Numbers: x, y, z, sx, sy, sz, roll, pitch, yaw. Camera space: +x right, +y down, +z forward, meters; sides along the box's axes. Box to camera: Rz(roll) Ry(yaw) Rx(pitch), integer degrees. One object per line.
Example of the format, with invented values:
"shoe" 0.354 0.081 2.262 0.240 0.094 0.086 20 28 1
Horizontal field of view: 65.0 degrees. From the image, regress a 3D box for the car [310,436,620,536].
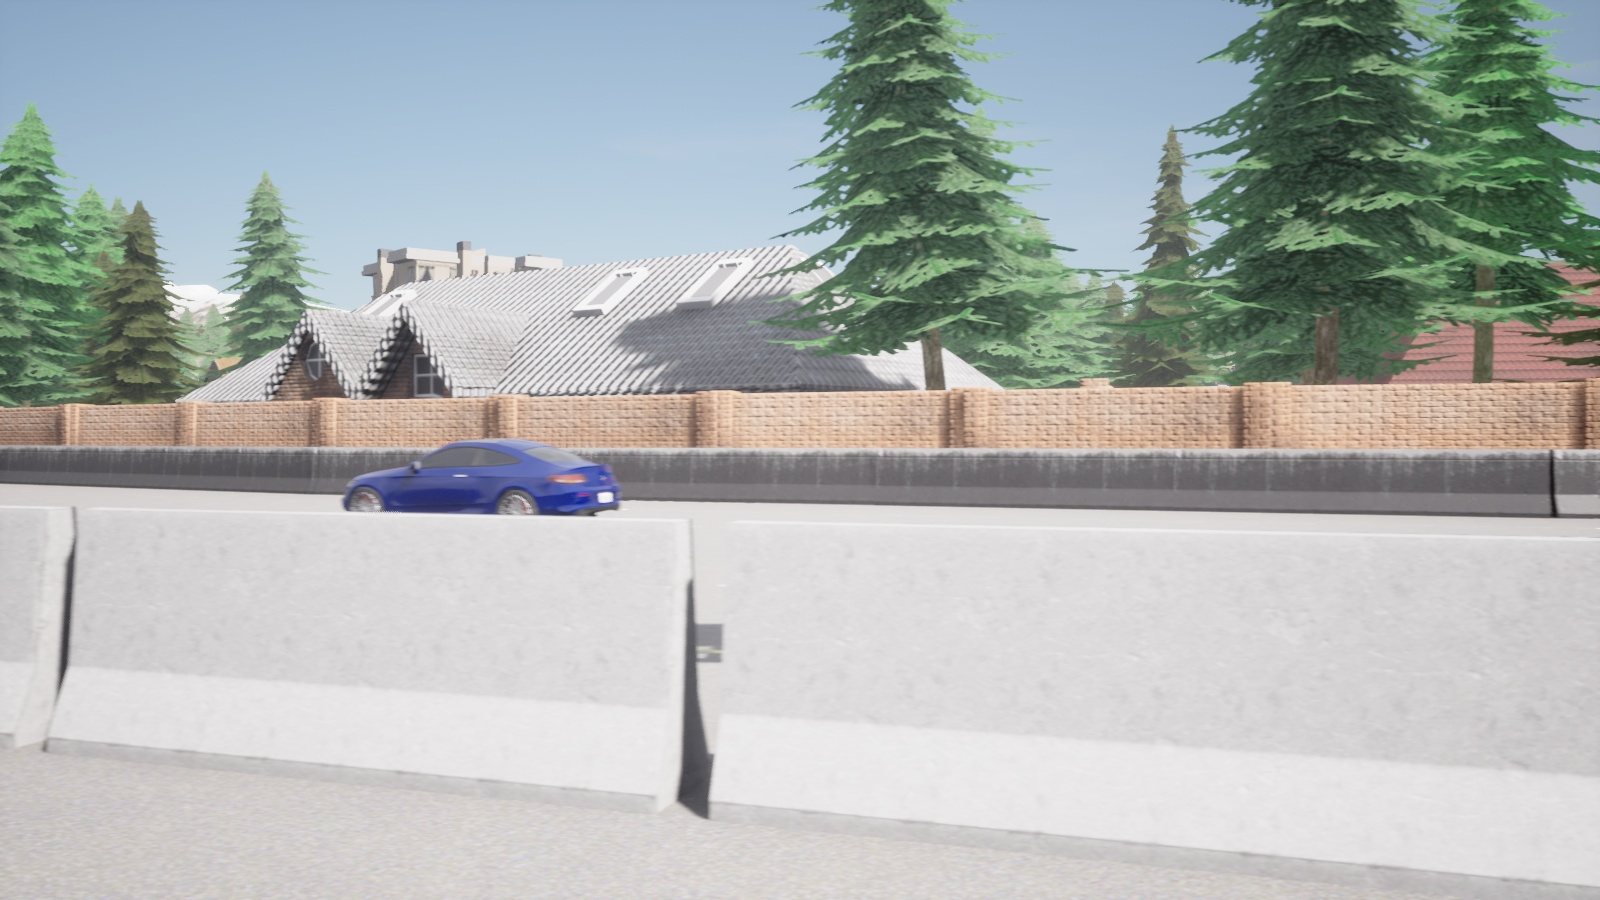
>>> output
"car" -5.386 0.510 20.147 4.674 1.442 1.812 1 1 23
